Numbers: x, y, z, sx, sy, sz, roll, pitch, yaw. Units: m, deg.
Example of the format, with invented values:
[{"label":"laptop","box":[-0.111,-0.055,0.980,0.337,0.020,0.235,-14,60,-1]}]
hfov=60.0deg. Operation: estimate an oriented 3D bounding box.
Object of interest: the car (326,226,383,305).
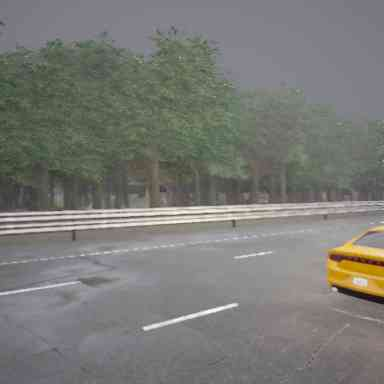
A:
[{"label":"car","box":[5.080,1.483,7.492,5.008,1.535,1.882,0,0,-35]}]
